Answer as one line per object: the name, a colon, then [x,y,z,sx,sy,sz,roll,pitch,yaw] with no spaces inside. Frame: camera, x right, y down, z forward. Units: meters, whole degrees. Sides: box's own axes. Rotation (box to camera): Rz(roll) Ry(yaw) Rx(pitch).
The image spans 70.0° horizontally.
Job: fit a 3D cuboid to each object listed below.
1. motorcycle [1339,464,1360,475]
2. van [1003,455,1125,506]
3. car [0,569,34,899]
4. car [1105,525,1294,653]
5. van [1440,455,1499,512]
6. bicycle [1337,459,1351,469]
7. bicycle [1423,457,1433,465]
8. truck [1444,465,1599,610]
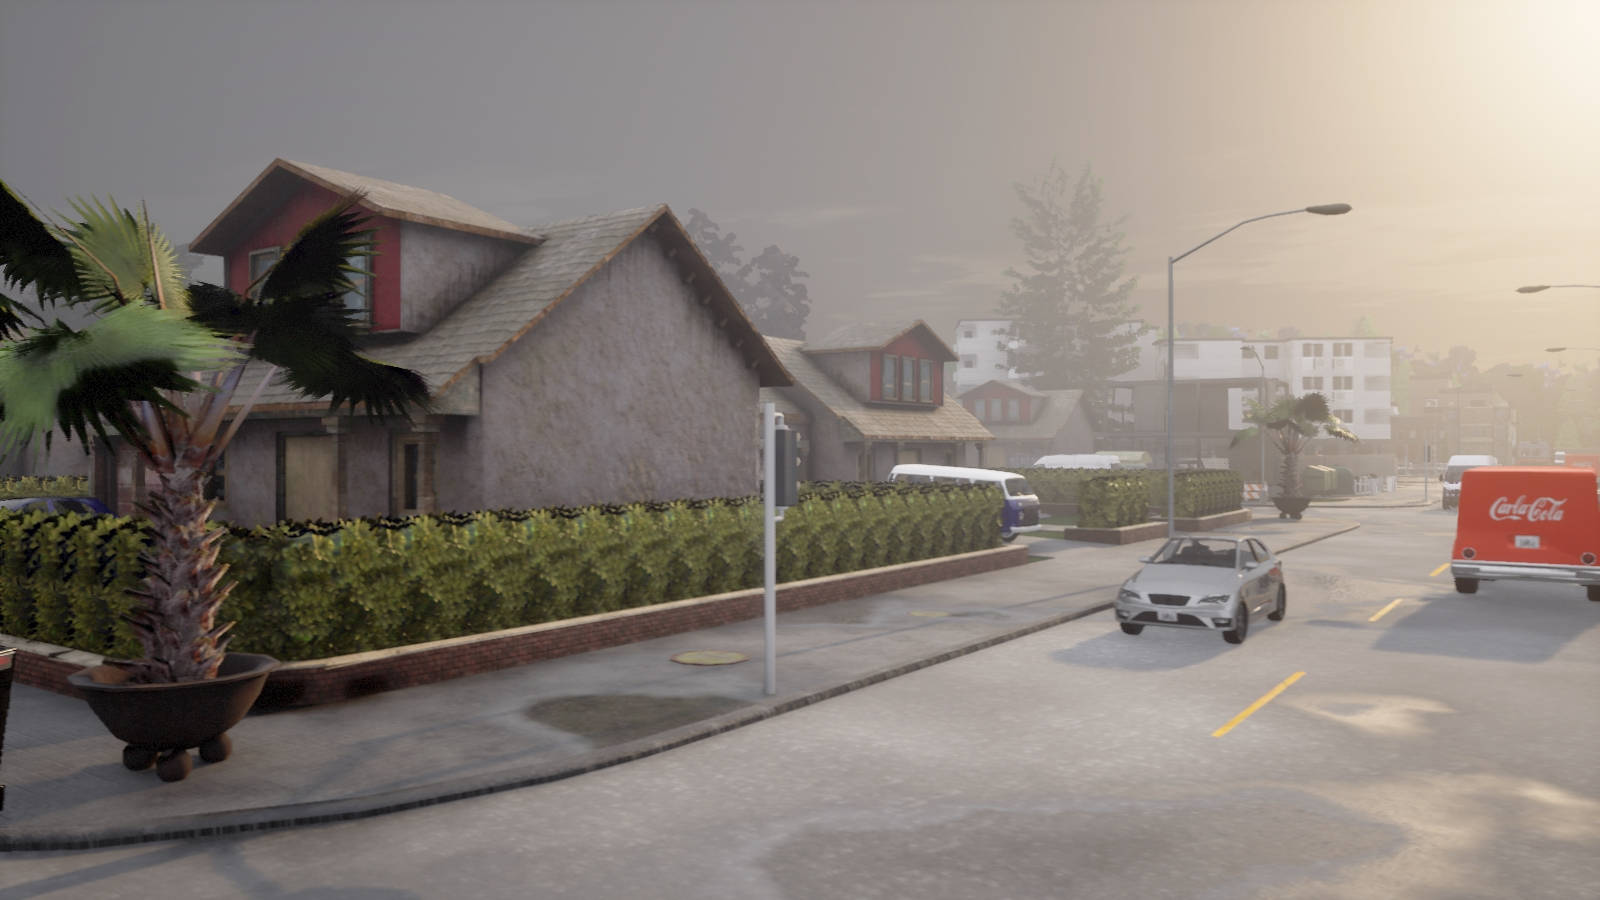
motorcycle: [61.958,2.187,128.872,2.033,1.199,0.803,0,0,35]
van: [13.852,1.534,60.122,5.915,2.561,1.988,0,0,35]
car: [-7.644,1.754,5.499,6.274,2.098,2.390,0,0,-1]
car: [6.409,2.066,18.041,1.816,1.474,4.193,0,0,34]
van: [32.096,1.534,54.673,1.988,2.561,5.915,0,0,35]
bicycle: [79.898,2.061,167.777,1.835,1.471,0.329,0,0,35]
bicycle: [120.513,2.057,219.222,1.643,1.496,0.373,0,0,35]
truck: [14.600,1.565,22.732,2.627,2.467,5.204,0,0,35]
